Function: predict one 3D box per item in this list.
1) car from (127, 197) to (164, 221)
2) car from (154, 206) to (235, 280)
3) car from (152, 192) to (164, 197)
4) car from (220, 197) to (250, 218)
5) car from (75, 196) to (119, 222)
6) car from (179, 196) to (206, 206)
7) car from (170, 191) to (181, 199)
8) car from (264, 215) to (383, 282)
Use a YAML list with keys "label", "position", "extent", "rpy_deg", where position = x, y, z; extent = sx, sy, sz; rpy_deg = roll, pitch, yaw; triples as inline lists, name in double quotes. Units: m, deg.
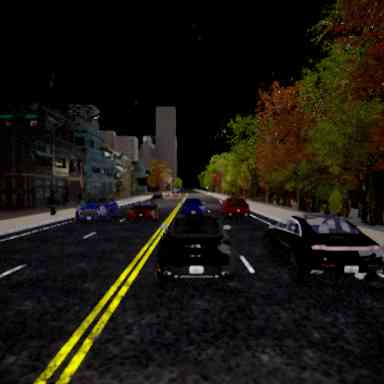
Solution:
- label: "car"
  position: [-3.344, 1.279, 23.732]
  extent: [1.994, 1.385, 4.181]
  rpy_deg: [0, 1, 0]
- label: "car"
  position: [0.099, 1.390, 9.563]
  extent: [1.837, 1.490, 4.892]
  rpy_deg: [0, 1, 0]
- label: "car"
  position: [-6.498, 0.776, 64.143]
  extent: [2.033, 1.411, 5.357]
  rpy_deg: [0, 1, 0]
- label: "car"
  position: [3.353, 1.163, 26.409]
  extent: [1.882, 1.535, 5.008]
  rpy_deg: [0, 1, 0]
- label: "car"
  position: [-6.593, 1.069, 23.513]
  extent: [2.097, 1.767, 4.553]
  rpy_deg: [0, 1, 0]
- label: "car"
  position: [0.102, 1.217, 25.863]
  extent: [1.812, 1.442, 4.674]
  rpy_deg: [0, 1, 0]
- label: "car"
  position: [-3.250, 0.562, 66.066]
  extent: [2.097, 1.767, 4.553]
  rpy_deg: [0, 1, 0]
- label: "car"
  position: [3.349, 1.379, 9.397]
  extent: [2.128, 1.511, 4.902]
  rpy_deg: [0, 1, 0]
